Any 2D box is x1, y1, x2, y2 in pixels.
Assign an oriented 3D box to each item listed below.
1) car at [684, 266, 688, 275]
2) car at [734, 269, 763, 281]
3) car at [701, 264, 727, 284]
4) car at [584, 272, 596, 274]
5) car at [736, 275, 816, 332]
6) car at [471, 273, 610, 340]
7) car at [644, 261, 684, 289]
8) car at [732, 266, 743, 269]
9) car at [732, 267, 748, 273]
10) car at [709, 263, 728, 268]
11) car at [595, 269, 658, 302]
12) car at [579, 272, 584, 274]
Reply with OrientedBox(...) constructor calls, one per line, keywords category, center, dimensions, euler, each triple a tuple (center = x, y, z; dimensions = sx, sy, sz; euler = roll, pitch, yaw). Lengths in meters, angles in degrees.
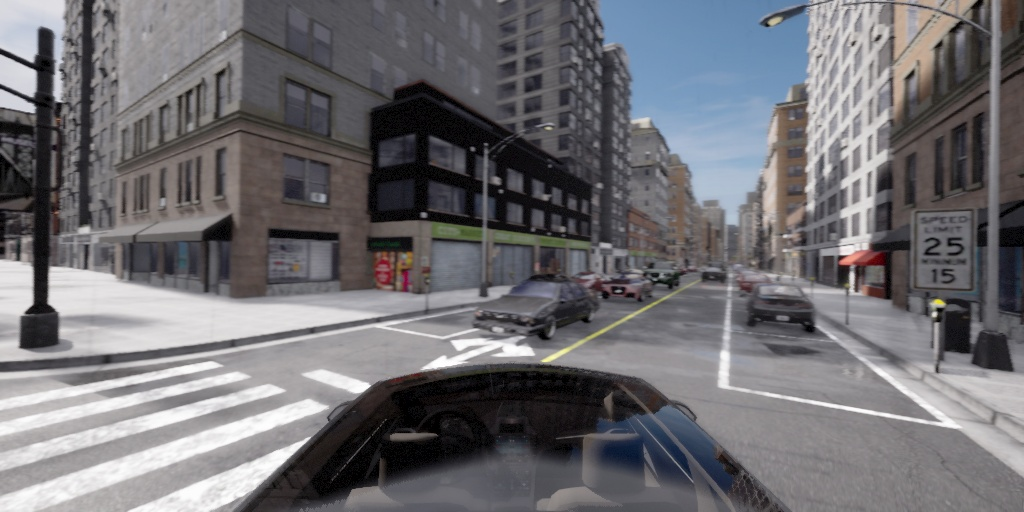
OrientedBox(category="car", center=(25.140, 2.051, 55.075), dimensions=(2.192, 1.841, 5.009), euler=(0, 0, 31))
OrientedBox(category="car", center=(14.689, 1.745, 21.647), dimensions=(1.888, 1.381, 4.507), euler=(0, 0, 31))
OrientedBox(category="car", center=(20.449, 1.925, 36.396), dimensions=(1.882, 1.535, 5.008), euler=(1, -1, 32))
OrientedBox(category="car", center=(4.465, 1.586, 21.270), dimensions=(1.802, 1.307, 4.207), euler=(0, 0, 31))
OrientedBox(category="car", center=(8.782, 1.559, 11.988), dimensions=(2.007, 1.370, 4.403), euler=(0, 0, 31))
OrientedBox(category="car", center=(1.059, 1.403, 10.764), dimensions=(2.033, 1.411, 5.357), euler=(1, -1, 31))
OrientedBox(category="car", center=(11.826, 1.426, 28.334), dimensions=(2.150, 2.045, 5.566), euler=(1, -1, 32))
OrientedBox(category="car", center=(26.503, 2.179, 40.964), dimensions=(1.948, 1.339, 4.313), euler=(0, 0, 31))
OrientedBox(category="car", center=(20.596, 1.946, 31.305), dimensions=(1.888, 1.381, 4.507), euler=(0, 0, 31))
OrientedBox(category="car", center=(25.814, 1.865, 45.241), dimensions=(2.150, 2.045, 5.566), euler=(1, -1, 32))
OrientedBox(category="car", center=(6.276, 1.586, 19.287), dimensions=(1.994, 1.385, 4.181), euler=(1, -1, 32))
OrientedBox(category="car", center=(1.511, 1.475, 16.440), dimensions=(1.948, 1.339, 4.313), euler=(0, 0, 31))
